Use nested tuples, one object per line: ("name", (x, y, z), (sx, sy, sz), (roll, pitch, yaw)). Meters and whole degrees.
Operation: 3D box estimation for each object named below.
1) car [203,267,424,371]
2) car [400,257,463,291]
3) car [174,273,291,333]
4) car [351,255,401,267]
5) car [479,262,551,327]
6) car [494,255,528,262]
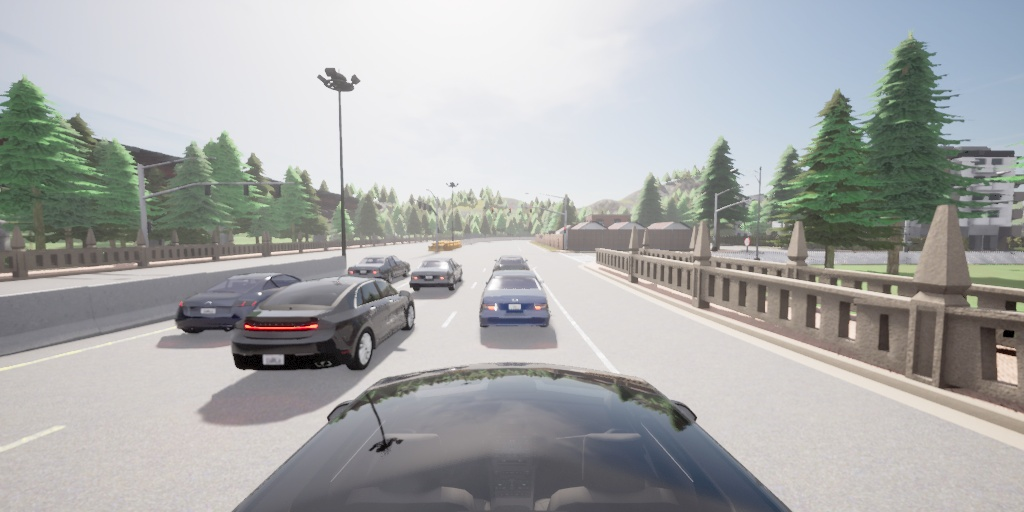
("car", (-3.439, 1.177, 7.550), (1.837, 1.490, 4.892), (0, 1, -1))
("car", (-3.506, 0.774, 17.249), (2.033, 1.411, 5.357), (0, 3, -2))
("car", (-6.962, 1.154, 10.196), (1.994, 1.385, 4.181), (0, 2, -1))
("car", (-7.038, 0.644, 19.407), (2.033, 1.411, 5.357), (0, 3, -1))
("car", (0.040, 1.114, 10.760), (2.033, 1.411, 5.357), (0, 2, 0))
("car", (-0.043, 0.639, 19.838), (1.994, 1.385, 4.181), (0, 3, 0))
